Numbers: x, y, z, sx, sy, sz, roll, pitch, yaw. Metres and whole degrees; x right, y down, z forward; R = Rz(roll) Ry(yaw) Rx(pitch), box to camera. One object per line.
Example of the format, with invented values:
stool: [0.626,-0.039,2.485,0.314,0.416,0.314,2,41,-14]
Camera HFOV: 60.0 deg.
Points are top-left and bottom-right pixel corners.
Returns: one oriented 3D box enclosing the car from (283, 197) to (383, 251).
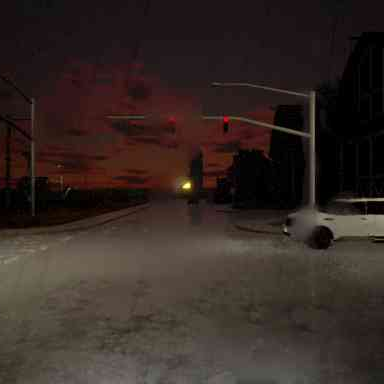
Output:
car: [6.691,1.247,13.823,5.566,2.045,2.150,0,0,1]

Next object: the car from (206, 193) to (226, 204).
car: [4.321,1.144,59.865,1.905,1.878,3.866,-8,3,-42]

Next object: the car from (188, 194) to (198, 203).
car: [0.179,1.352,67.303,2.097,1.767,4.553,0,0,0]

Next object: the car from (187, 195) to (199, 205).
car: [0.194,1.496,57.563,2.033,1.411,5.357,0,-1,1]
